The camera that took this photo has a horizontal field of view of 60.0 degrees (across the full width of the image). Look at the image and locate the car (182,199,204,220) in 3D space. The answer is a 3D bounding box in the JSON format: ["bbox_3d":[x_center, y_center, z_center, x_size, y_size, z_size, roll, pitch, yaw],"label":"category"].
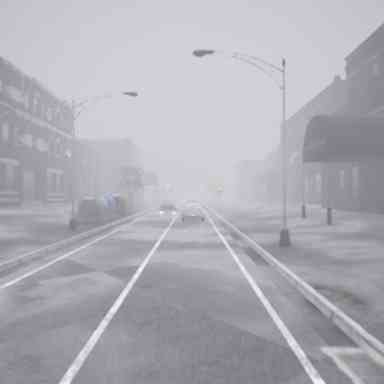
[{"bbox_3d":[0.084,1.619,28.648,1.812,1.442,4.674,0,0,0],"label":"car"}]

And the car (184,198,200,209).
[{"bbox_3d":[0.038,1.702,48.636,2.163,1.488,4.792,0,-1,1],"label":"car"}]

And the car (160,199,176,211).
[{"bbox_3d":[-3.085,1.641,43.306,1.882,1.535,5.008,0,0,-1],"label":"car"}]
